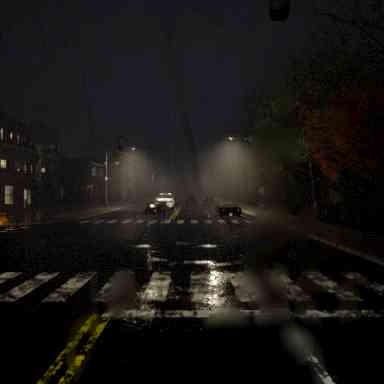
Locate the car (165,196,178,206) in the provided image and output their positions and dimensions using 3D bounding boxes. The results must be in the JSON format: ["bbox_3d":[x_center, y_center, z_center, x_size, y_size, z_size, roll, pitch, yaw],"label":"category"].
[{"bbox_3d":[-3.436,1.480,56.827,1.837,1.490,4.892,0,0,0],"label":"car"}]

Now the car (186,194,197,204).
[{"bbox_3d":[-0.144,1.477,62.709,1.837,1.490,4.892,0,0,0],"label":"car"}]

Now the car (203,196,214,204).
[{"bbox_3d":[3.106,1.464,62.715,2.128,1.511,4.902,0,0,0],"label":"car"}]

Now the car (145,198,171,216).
[{"bbox_3d":[-3.412,1.552,32.760,1.994,1.385,4.181,0,0,0],"label":"car"}]

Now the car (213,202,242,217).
[{"bbox_3d":[3.281,1.589,30.384,1.895,1.301,4.718,0,0,0],"label":"car"}]

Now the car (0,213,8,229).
[{"bbox_3d":[-12.650,1.564,17.970,5.008,1.535,1.882,-1,0,6],"label":"car"}]

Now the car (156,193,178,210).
[{"bbox_3d":[-3.429,1.201,43.157,2.150,2.045,5.566,0,0,0],"label":"car"}]

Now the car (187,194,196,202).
[{"bbox_3d":[-0.167,1.276,73.127,1.882,1.535,5.008,0,0,0],"label":"car"}]
